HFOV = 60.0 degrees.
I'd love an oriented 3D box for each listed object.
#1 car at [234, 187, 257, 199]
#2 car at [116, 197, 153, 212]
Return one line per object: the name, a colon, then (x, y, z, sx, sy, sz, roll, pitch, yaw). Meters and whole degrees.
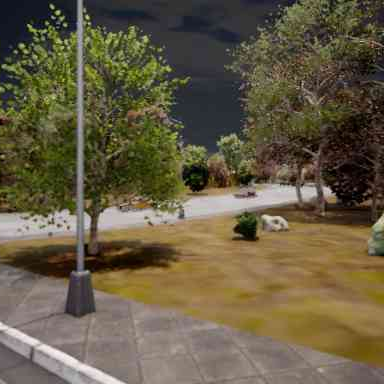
car: (8.531, 0.068, 53.361, 2.097, 1.767, 4.553, 0, 3, 39)
car: (-5.844, 1.219, 35.426, 1.882, 1.535, 5.008, 0, 2, 39)
